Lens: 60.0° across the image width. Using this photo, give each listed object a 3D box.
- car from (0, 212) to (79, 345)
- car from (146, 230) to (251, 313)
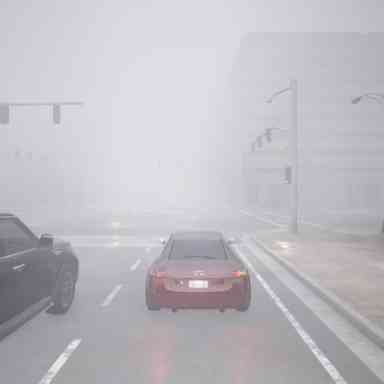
[{"bbox_3d":[-3.395,1.221,4.436,2.150,2.045,5.566,0,0,1],"label":"car"},{"bbox_3d":[0.115,1.564,7.761,1.994,1.385,4.181,0,0,0],"label":"car"}]
